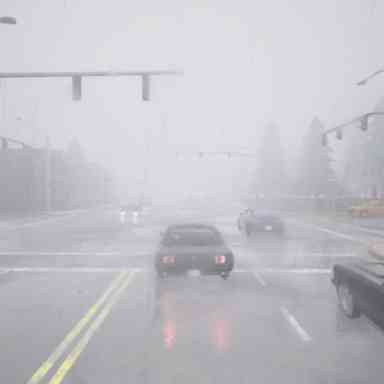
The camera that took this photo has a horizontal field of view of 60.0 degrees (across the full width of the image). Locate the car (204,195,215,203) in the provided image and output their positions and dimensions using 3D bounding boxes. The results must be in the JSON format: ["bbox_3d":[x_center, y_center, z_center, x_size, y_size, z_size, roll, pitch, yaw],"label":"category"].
[{"bbox_3d":[3.508,1.336,67.359,2.097,1.767,4.553,0,0,0],"label":"car"}]

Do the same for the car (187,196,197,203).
[{"bbox_3d":[0.001,1.461,67.361,1.882,1.535,5.008,0,0,0],"label":"car"}]

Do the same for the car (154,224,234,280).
[{"bbox_3d":[-0.046,1.598,9.963,1.895,1.301,4.718,0,0,-3],"label":"car"}]

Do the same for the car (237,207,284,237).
[{"bbox_3d":[3.599,1.522,17.864,1.812,1.442,4.674,0,0,0],"label":"car"}]

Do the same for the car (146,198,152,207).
[{"bbox_3d":[-7.087,1.551,49.746,1.994,1.385,4.181,0,0,0],"label":"car"}]

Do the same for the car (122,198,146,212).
[{"bbox_3d":[-7.096,1.515,39.723,1.812,1.442,4.674,0,0,0],"label":"car"}]

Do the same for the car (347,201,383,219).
[{"bbox_3d":[15.926,1.471,28.508,5.008,1.535,1.882,0,0,0],"label":"car"}]

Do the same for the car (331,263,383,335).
[{"bbox_3d":[3.614,1.600,4.388,1.895,1.301,4.718,0,0,1],"label":"car"}]
